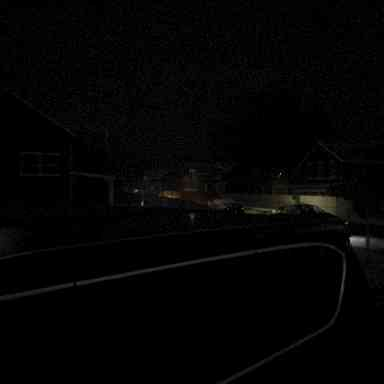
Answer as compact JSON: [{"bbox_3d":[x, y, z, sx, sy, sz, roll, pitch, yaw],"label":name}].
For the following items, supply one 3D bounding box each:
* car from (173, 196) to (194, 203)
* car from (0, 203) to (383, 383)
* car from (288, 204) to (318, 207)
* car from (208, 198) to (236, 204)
[{"bbox_3d":[-1.303,1.159,43.278,1.895,1.301,4.718,0,1,-20],"label":"car"},{"bbox_3d":[-1.013,1.220,1.762,5.566,2.045,2.150,0,0,-37],"label":"car"},{"bbox_3d":[6.149,1.394,18.336,2.033,1.411,5.357,0,1,-15],"label":"car"},{"bbox_3d":[2.941,1.264,30.120,2.033,1.411,5.357,0,1,-16],"label":"car"}]
